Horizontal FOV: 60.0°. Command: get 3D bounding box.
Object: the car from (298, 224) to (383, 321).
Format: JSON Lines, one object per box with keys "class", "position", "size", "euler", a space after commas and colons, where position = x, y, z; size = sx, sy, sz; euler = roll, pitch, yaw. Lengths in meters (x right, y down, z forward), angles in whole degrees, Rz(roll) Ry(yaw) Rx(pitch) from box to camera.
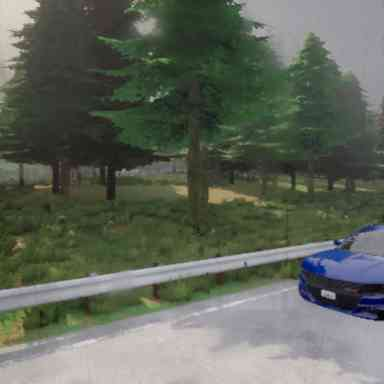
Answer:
{"class": "car", "position": [4.338, 1.455, 7.062], "size": [5.008, 1.535, 1.882], "euler": [0, 0, -35]}
